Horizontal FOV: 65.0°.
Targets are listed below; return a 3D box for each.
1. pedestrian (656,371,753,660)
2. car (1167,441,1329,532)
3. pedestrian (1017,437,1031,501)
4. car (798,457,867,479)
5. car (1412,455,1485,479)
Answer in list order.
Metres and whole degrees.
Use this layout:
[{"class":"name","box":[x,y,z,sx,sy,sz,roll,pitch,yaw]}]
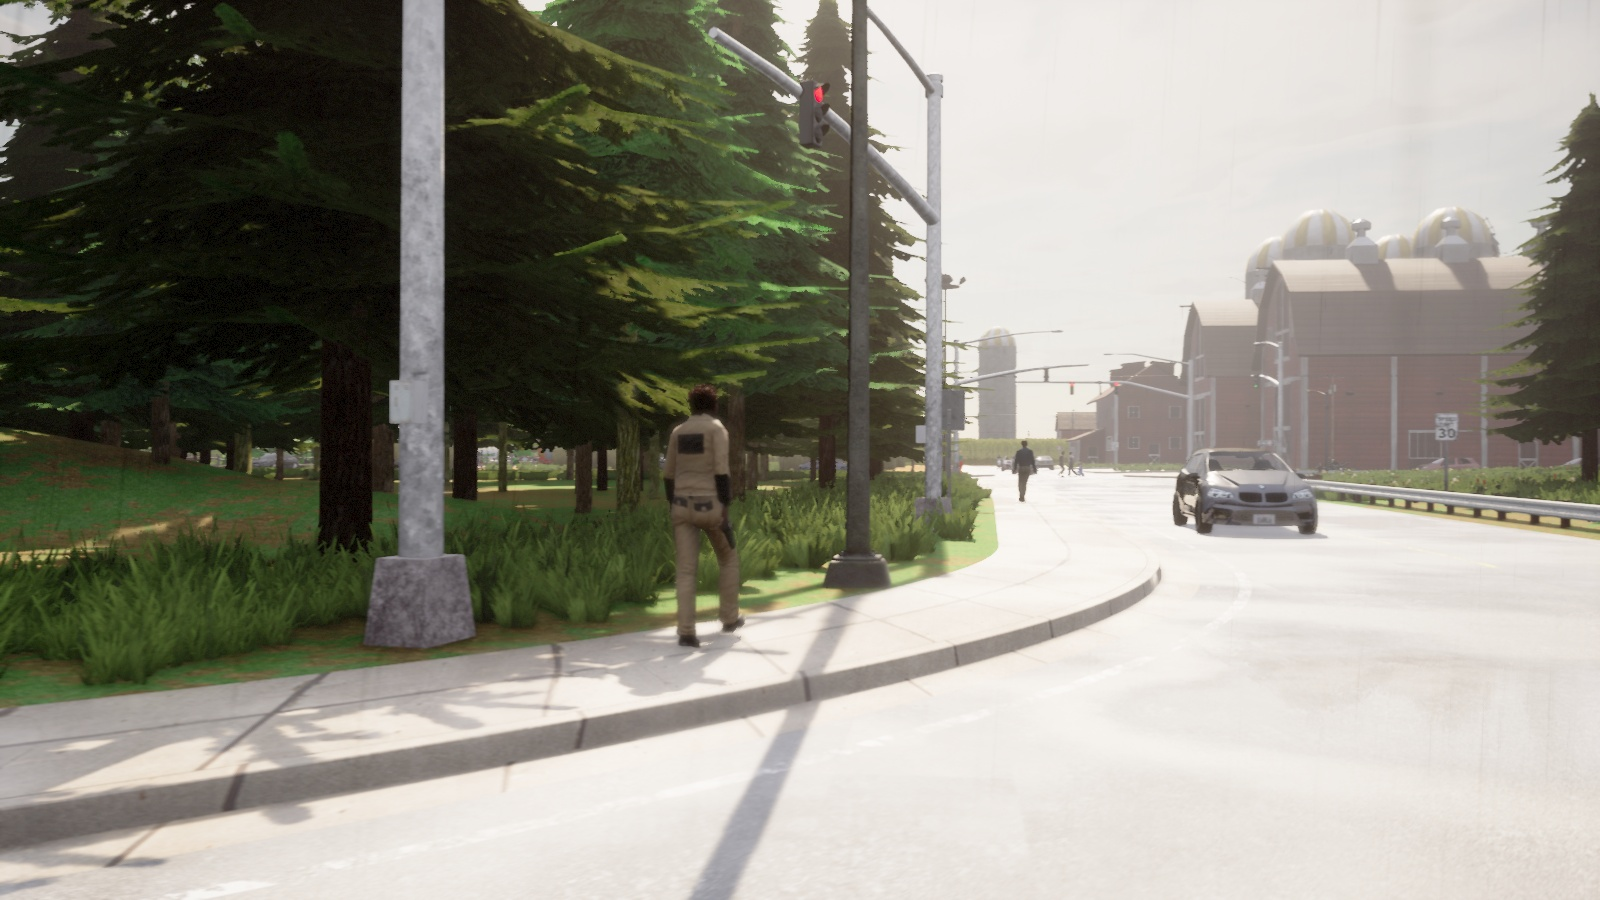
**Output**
[{"class":"pedestrian","box":[-0.658,0.441,8.800,0.396,1.930,0.692,0,0,24]},{"class":"car","box":[8.932,0.675,25.467,2.242,1.667,4.611,0,0,8]},{"class":"pedestrian","box":[6.438,0.536,36.110,0.370,1.835,0.726,0,0,8]},{"class":"car","box":[2.093,1.134,79.936,4.181,1.385,1.994,0,0,7]},{"class":"car","box":[40.510,1.036,78.486,3.633,1.501,1.845,0,0,7]}]
